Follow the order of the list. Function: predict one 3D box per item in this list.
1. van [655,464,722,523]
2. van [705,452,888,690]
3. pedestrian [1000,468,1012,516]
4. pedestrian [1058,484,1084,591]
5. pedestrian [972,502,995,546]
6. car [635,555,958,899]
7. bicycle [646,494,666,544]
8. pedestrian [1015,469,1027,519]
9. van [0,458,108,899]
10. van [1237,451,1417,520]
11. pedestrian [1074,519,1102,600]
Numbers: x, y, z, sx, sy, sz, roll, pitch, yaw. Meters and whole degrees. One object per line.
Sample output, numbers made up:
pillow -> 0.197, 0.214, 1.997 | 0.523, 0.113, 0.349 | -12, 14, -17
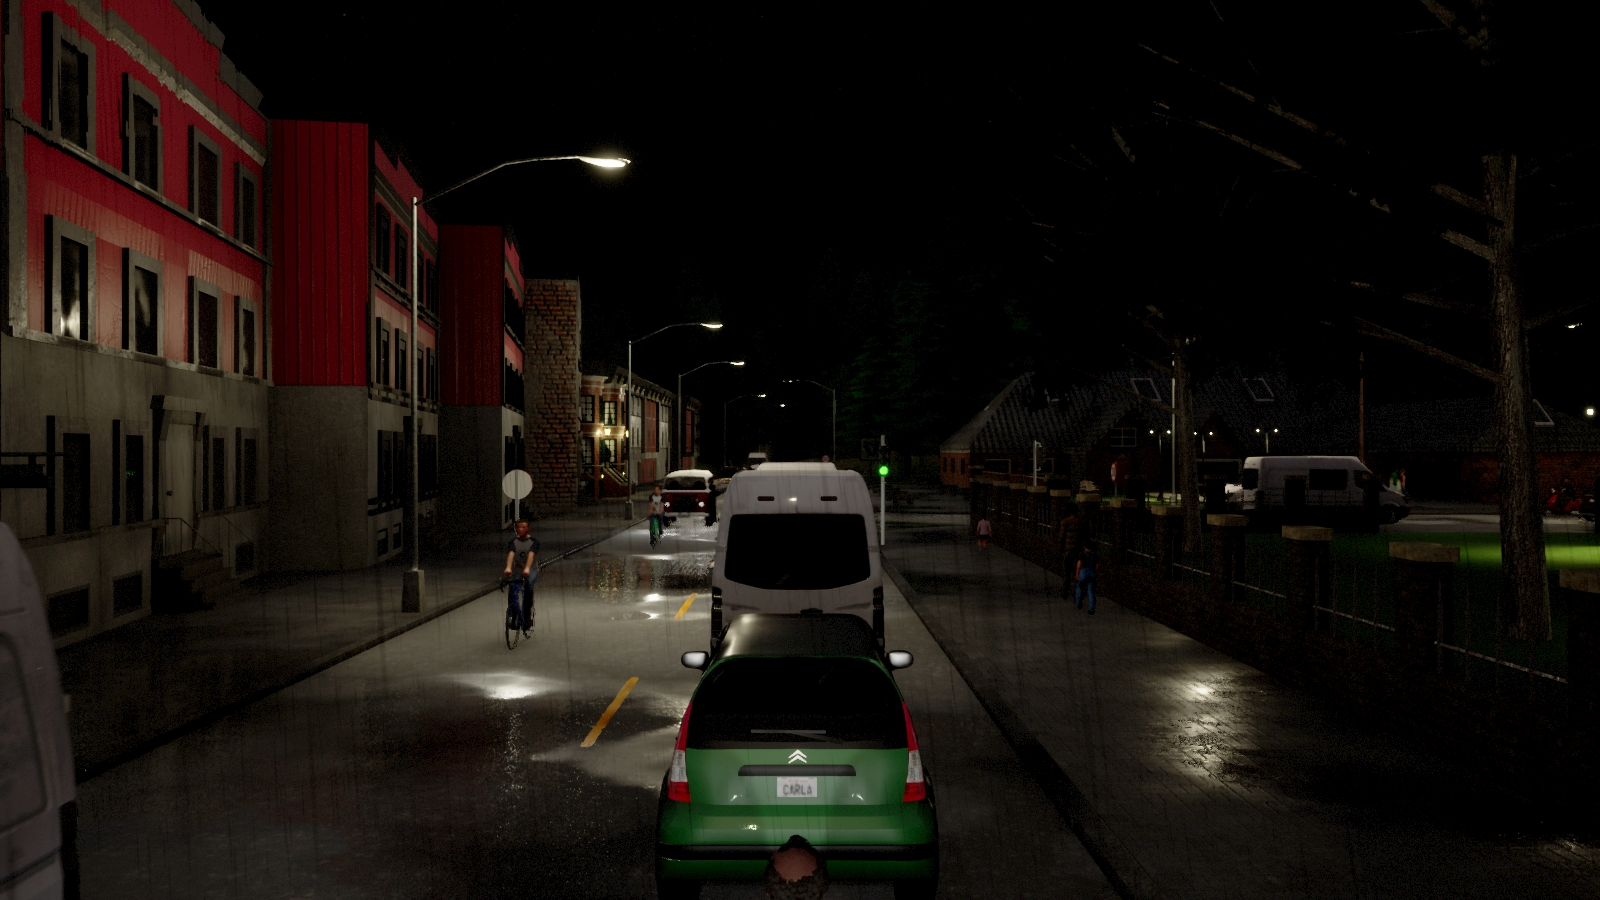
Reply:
van -> -4.099, 1.564, 42.612 | 2.069, 2.038, 4.480 | 0, 0, 0
van -> -0.048, 1.314, 15.323 | 1.988, 2.561, 5.915 | 0, 0, 0
pedestrian -> 7.998, 1.629, 44.393 | 0.375, 1.860, 0.375 | 0, 0, -5
pedestrian -> 4.762, 1.525, 20.074 | 0.375, 1.860, 0.375 | 0, 0, 1
pedestrian -> 4.742, 1.904, 29.506 | 0.500, 1.100, 0.500 | 0, 0, 0
car -> -0.023, 1.779, 8.527 | 1.851, 1.617, 3.988 | 0, 0, 0
bicycle -> -4.076, 1.936, 32.426 | 0.373, 1.296, 1.643 | 0, 0, 0
pedestrian -> 8.274, 1.629, 42.803 | 0.375, 1.860, 0.375 | 0, 0, -2
van -> -4.018, 1.315, 2.047 | 1.988, 2.561, 5.915 | 0, 0, 0
van -> 20.015, 1.315, 43.538 | 5.915, 2.561, 1.988 | 0, 0, 1
pedestrian -> 4.766, 1.805, 18.909 | 0.375, 1.300, 0.375 | 0, 0, 0
